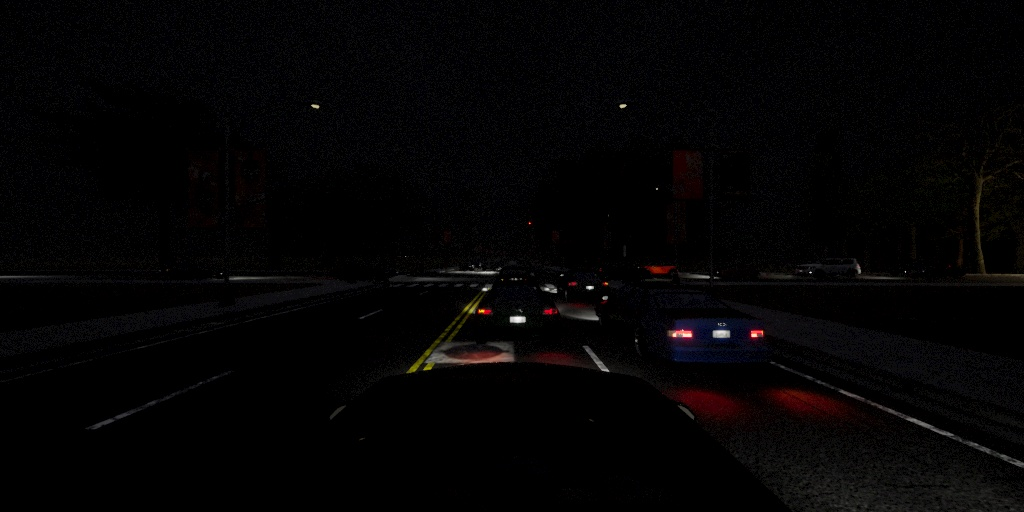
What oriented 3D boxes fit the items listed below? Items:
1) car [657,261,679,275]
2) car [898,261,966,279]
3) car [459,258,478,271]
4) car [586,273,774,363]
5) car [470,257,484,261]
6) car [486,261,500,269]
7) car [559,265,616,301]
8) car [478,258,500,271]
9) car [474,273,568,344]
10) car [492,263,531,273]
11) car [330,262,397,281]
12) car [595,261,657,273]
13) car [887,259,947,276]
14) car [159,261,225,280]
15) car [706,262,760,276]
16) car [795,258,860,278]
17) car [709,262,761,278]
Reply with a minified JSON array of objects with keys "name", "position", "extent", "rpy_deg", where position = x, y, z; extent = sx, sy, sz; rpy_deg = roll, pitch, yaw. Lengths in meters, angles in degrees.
[{"name":"car","position":[14.612,1.266,37.017],"extent":[4.553,1.767,2.097],"rpy_deg":[0,0,-1]},{"name":"car","position":[43.881,1.577,37.210],"extent":[4.902,1.511,2.128],"rpy_deg":[0,0,0]},{"name":"car","position":[-6.548,1.417,52.164],"extent":[1.837,1.490,4.892],"rpy_deg":[0,0,0]},{"name":"car","position":[3.356,1.303,8.269],"extent":[2.033,1.411,5.357],"rpy_deg":[0,0,0]},{"name":"car","position":[-6.530,1.194,62.014],"extent":[2.150,2.045,5.566],"rpy_deg":[0,0,0]},{"name":"car","position":[-3.270,1.523,62.466],"extent":[2.033,1.411,5.357],"rpy_deg":[0,0,1]},{"name":"car","position":[3.363,1.340,17.512],"extent":[1.994,1.385,4.181],"rpy_deg":[0,0,0]},{"name":"car","position":[-3.296,1.406,52.714],"extent":[2.128,1.511,4.902],"rpy_deg":[0,0,0]},{"name":"car","position":[0.110,1.321,9.619],"extent":[1.994,1.385,4.181],"rpy_deg":[0,0,0]},{"name":"car","position":[0.105,1.284,18.525],"extent":[1.837,1.490,4.892],"rpy_deg":[0,0,0]},{"name":"car","position":[-12.527,1.381,30.168],"extent":[4.718,1.301,1.895],"rpy_deg":[0,0,-1]},{"name":"car","position":[9.354,1.222,30.296],"extent":[4.553,1.767,2.097],"rpy_deg":[1,0,0]},{"name":"car","position":[45.939,1.328,40.456],"extent":[5.566,2.045,2.150],"rpy_deg":[0,0,0]},{"name":"car","position":[-26.330,1.294,30.043],"extent":[4.181,1.385,1.994],"rpy_deg":[0,0,-1]},{"name":"car","position":[24.817,1.476,40.355],"extent":[4.892,1.490,1.837],"rpy_deg":[0,0,-1]},{"name":"car","position":[32.689,1.230,37.161],"extent":[5.566,2.045,2.150],"rpy_deg":[0,0,0]},{"name":"car","position":[23.246,1.522,37.109],"extent":[4.181,1.385,1.994],"rpy_deg":[0,0,-2]}]
